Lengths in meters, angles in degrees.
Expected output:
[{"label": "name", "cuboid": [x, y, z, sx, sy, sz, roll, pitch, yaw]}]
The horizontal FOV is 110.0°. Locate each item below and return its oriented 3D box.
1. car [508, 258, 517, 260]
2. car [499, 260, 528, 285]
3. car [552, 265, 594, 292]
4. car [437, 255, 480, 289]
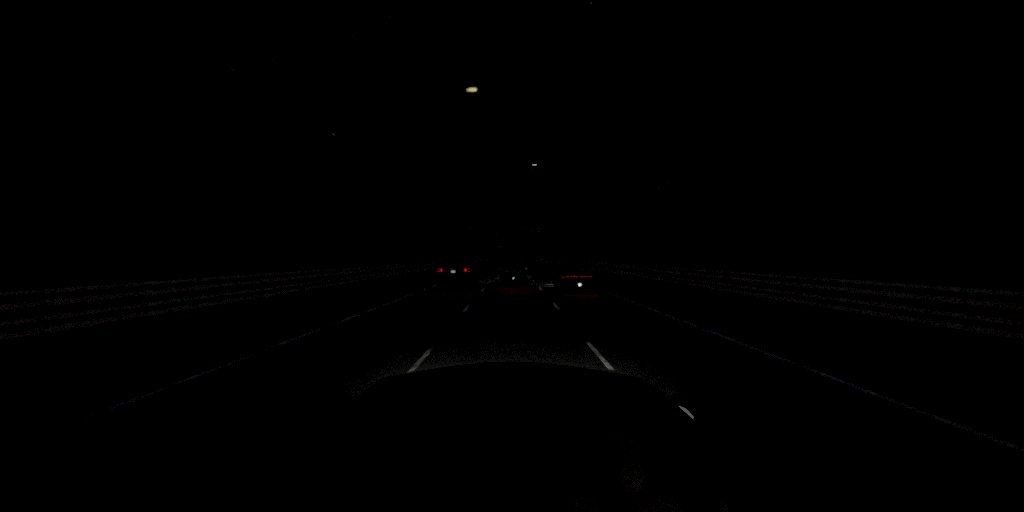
[{"label": "car", "cuboid": [0.120, 1.128, 55.282, 2.097, 1.767, 4.553, 0, 0, 0]}, {"label": "car", "cuboid": [0.109, 1.253, 26.308, 2.128, 1.511, 4.902, 0, 0, 0]}, {"label": "car", "cuboid": [3.607, 1.264, 21.484, 1.837, 1.490, 4.892, 0, 0, 0]}, {"label": "car", "cuboid": [-3.395, 0.982, 23.352, 2.150, 2.045, 5.566, 0, 0, 0]}]
